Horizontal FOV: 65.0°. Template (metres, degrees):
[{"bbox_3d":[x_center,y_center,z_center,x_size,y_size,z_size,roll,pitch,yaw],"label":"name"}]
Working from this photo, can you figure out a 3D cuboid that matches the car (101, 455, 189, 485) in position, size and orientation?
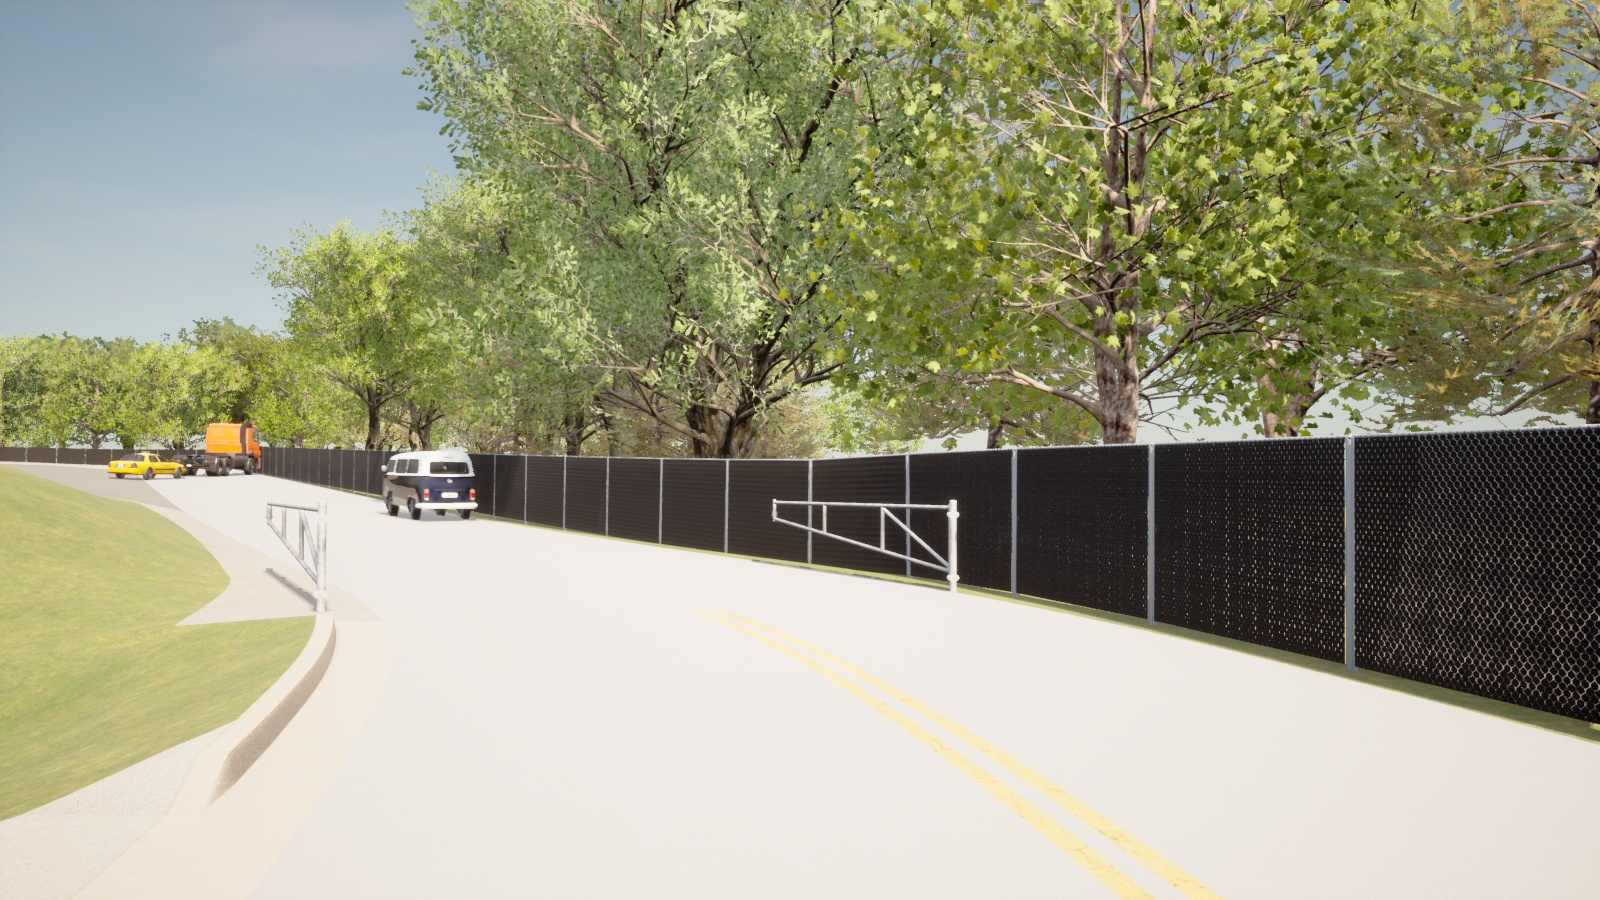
[{"bbox_3d":[-36.676,1.127,70.474,1.801,1.575,5.366,1,0,4],"label":"car"}]

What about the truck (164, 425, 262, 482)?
[{"bbox_3d":[-37.623,0.210,80.879,2.891,3.462,7.936,1,0,-3],"label":"truck"}]

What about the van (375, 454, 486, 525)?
[{"bbox_3d":[-11.383,1.144,38.445,2.069,2.038,4.480,1,-1,-33],"label":"van"}]
